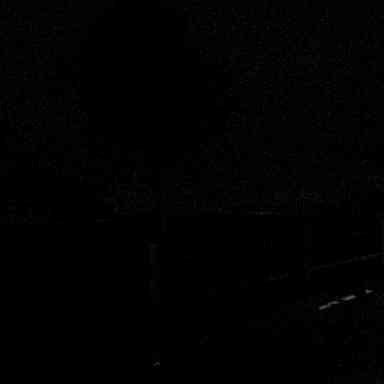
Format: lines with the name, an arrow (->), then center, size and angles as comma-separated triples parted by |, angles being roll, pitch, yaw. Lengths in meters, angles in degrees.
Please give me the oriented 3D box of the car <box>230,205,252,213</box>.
car -> 9.213, 3.194, 63.232 | 2.128, 1.511, 4.902 | 0, -2, -35
